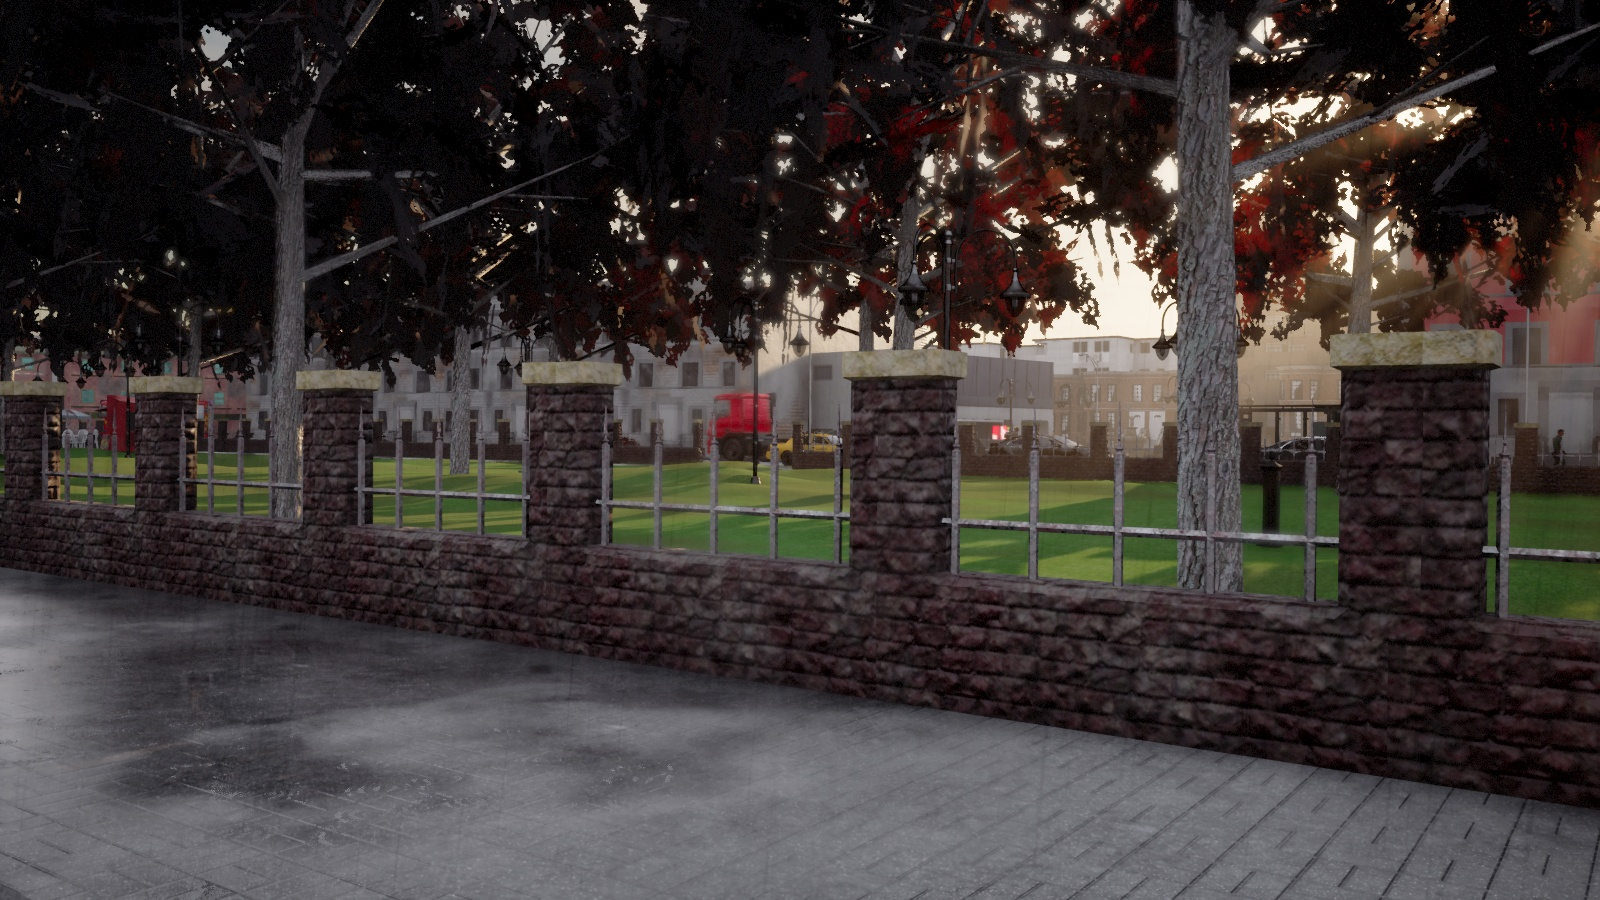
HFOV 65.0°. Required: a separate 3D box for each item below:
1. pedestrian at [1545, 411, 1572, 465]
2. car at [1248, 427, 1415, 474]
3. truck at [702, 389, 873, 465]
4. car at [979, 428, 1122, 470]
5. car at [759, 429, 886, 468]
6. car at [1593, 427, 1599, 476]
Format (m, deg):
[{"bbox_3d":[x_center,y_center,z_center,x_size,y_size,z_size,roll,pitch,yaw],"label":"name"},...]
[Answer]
[{"bbox_3d":[27.788,-0.439,45.993,0.788,1.949,0.423,0,1,37],"label":"pedestrian"},{"bbox_3d":[17.818,-0.001,42.210,4.892,1.490,1.837,0,1,35],"label":"car"},{"bbox_3d":[-0.659,-1.065,60.074,7.936,3.462,2.891,0,1,35],"label":"truck"},{"bbox_3d":[9.552,-0.055,48.023,4.902,1.511,2.128,0,1,35],"label":"car"},{"bbox_3d":[0.911,-0.077,54.100,5.366,1.575,1.801,0,1,35],"label":"car"},{"bbox_3d":[25.908,0.024,36.535,4.674,1.442,1.812,0,1,36],"label":"car"}]
